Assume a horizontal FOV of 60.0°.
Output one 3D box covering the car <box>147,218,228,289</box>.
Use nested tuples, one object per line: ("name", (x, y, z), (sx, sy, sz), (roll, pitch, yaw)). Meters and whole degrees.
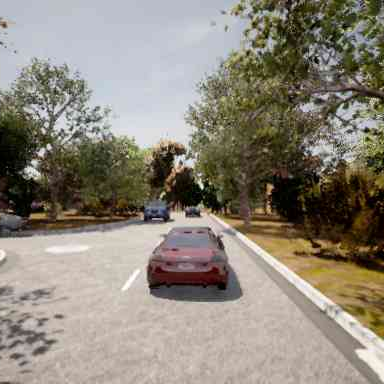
("car", (-0.039, 1.671, 9.520), (1.994, 1.385, 4.181), (0, -1, 2))

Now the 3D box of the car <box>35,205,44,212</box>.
("car", (-28.513, 2.831, 57.186), (4.892, 1.490, 1.837), (-1, -2, 14))

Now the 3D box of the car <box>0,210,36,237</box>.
("car", (-13.024, 2.109, 21.207), (4.902, 1.511, 2.128), (-1, -2, -9))

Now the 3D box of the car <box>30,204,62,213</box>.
("car", (-26.351, 2.934, 60.176), (5.008, 1.535, 1.882), (0, -2, 6))

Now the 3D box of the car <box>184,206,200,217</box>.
("car", (0.003, 2.488, 43.050), (1.895, 1.301, 4.718), (0, -2, -3))

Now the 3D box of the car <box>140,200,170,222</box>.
("car", (-3.340, 1.821, 32.392), (2.150, 2.045, 5.566), (0, -2, 0))

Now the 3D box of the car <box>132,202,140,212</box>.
("car", (-7.707, 2.456, 54.356), (5.566, 2.045, 2.150), (-1, -4, 33))
